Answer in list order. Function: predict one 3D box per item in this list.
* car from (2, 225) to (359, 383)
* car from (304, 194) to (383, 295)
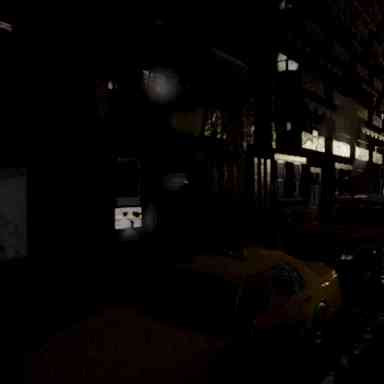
[{"bbox_3d":[0.342,1.416,4.143,1.752,1.417,4.829,2,3,42],"label":"car"},{"bbox_3d":[4.189,1.017,8.337,2.192,1.841,5.009,2,3,42],"label":"car"}]
